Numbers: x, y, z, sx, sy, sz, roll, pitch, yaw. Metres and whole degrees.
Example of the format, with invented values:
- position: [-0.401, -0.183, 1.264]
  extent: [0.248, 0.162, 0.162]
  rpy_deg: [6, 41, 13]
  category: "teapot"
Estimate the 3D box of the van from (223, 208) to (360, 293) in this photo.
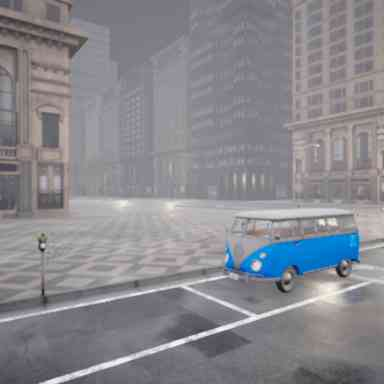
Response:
- position: [2.633, 1.331, 8.532]
  extent: [3.998, 1.788, 1.690]
  rpy_deg: [0, 0, -36]
  category: "van"
